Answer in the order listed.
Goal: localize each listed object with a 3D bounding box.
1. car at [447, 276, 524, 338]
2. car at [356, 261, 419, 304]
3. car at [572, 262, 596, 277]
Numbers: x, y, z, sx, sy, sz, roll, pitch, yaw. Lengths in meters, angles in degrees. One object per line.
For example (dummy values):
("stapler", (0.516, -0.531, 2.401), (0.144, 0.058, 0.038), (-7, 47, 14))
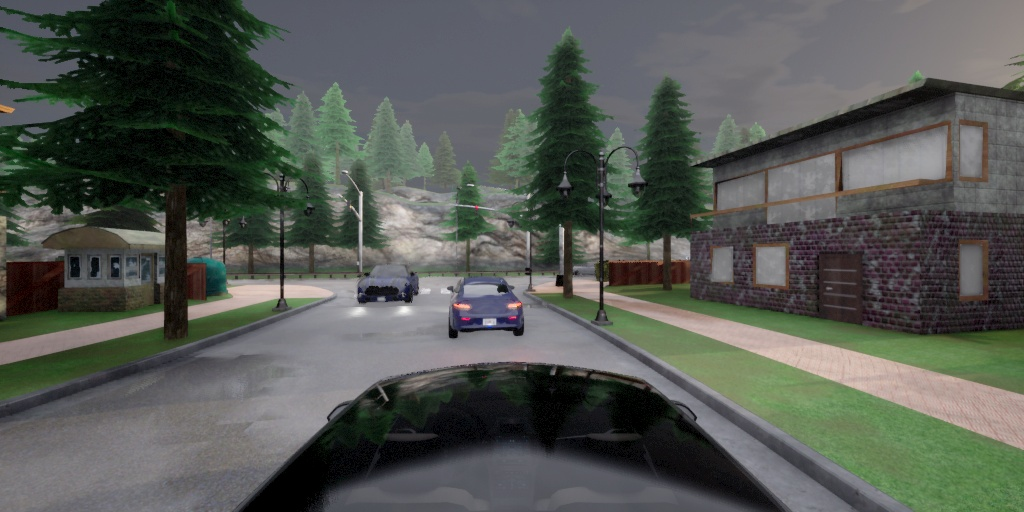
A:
("car", (-0.836, 1.276, 10.119), (1.812, 1.442, 4.674), (0, 0, -9))
("car", (-5.477, 1.105, 16.284), (2.097, 1.767, 4.553), (0, 0, -9))
("car", (6.869, 1.193, 32.252), (4.718, 1.301, 1.895), (0, 0, -12))
